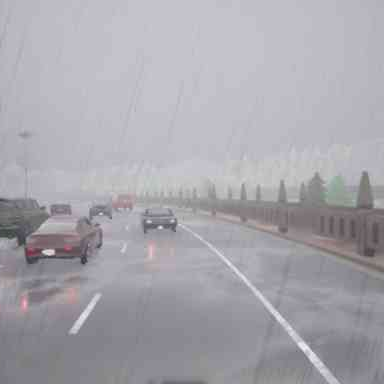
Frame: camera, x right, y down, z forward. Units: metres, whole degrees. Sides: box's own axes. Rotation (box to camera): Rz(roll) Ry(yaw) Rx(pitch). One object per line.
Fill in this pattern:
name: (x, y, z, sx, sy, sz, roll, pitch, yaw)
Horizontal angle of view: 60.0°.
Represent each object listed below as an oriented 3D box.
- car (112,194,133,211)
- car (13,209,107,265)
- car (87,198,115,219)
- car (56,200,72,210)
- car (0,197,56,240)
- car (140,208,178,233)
car: (-8.972, 1.256, 41.916, 2.150, 2.045, 5.566, 0, 0, -23)
car: (-4.338, 1.543, 11.751, 1.812, 1.442, 4.674, 0, 0, -7)
car: (-8.148, 1.536, 29.513, 1.837, 1.490, 4.892, 0, 0, -17)
car: (-13.211, 1.529, 33.655, 1.882, 1.535, 5.008, 0, 0, -20)
car: (-8.414, 1.254, 15.746, 2.150, 2.045, 5.566, 0, 0, -9)
car: (-2.114, 1.609, 20.033, 1.895, 1.301, 4.718, 0, 0, -11)
